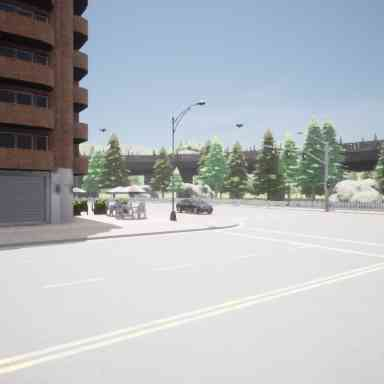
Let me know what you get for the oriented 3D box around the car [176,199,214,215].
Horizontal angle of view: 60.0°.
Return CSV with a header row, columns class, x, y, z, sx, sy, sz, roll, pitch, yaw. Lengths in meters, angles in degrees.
class,x,y,z,sx,sy,sz,roll,pitch,yaw
car,0.215,1.449,33.960,1.837,1.490,4.892,0,0,-36
